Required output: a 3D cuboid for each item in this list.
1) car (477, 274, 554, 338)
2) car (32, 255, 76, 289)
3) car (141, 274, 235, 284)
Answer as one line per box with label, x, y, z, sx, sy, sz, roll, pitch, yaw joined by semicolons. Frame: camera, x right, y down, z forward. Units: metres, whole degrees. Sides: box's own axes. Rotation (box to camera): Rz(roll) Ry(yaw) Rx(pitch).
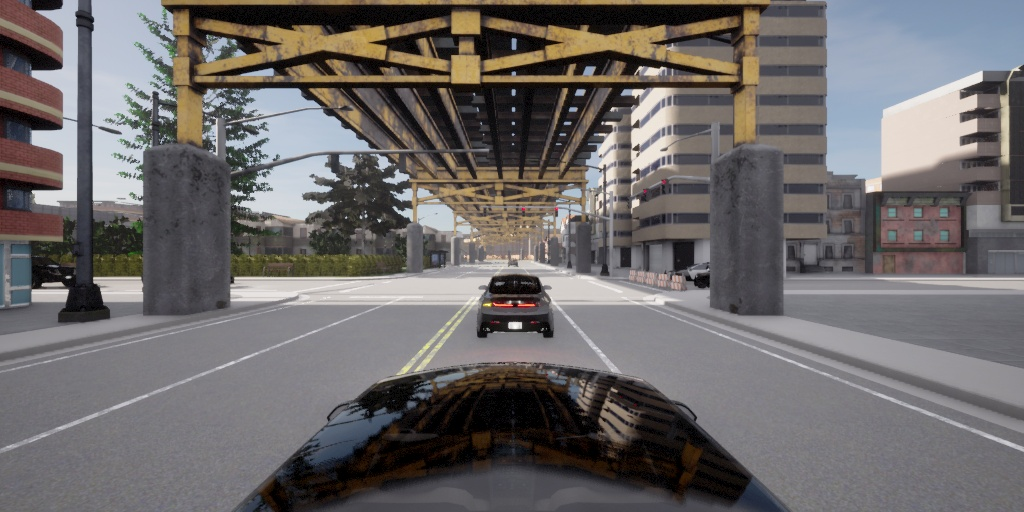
car;0.087;1.255;10.172;1.837;1.490;4.892;0;0;0
car;-30.394;0.971;22.347;5.566;2.045;2.150;0;0;0
car;-20.035;1.255;22.285;4.892;1.490;1.837;0;0;0
